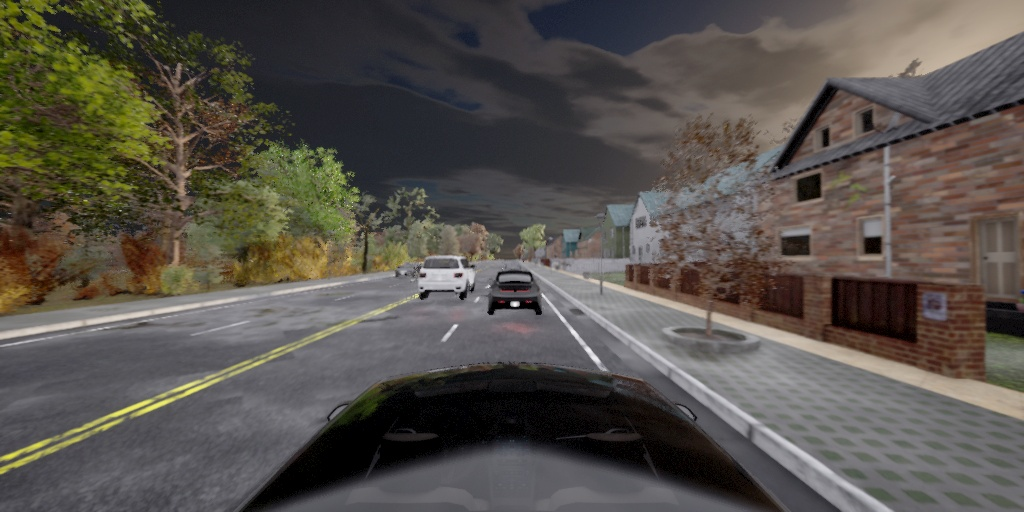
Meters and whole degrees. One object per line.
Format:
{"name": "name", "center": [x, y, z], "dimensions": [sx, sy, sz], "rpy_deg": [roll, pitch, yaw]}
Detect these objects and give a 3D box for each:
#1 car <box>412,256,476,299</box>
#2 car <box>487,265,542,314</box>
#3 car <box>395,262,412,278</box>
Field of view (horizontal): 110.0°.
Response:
{"name": "car", "center": [-3.153, 1.010, 18.292], "dimensions": [2.150, 2.045, 5.566], "rpy_deg": [0, 0, 0]}
{"name": "car", "center": [0.098, 1.283, 13.884], "dimensions": [1.837, 1.490, 4.892], "rpy_deg": [0, 0, 0]}
{"name": "car", "center": [-9.820, 1.323, 34.710], "dimensions": [2.128, 1.511, 4.902], "rpy_deg": [0, 0, 0]}
